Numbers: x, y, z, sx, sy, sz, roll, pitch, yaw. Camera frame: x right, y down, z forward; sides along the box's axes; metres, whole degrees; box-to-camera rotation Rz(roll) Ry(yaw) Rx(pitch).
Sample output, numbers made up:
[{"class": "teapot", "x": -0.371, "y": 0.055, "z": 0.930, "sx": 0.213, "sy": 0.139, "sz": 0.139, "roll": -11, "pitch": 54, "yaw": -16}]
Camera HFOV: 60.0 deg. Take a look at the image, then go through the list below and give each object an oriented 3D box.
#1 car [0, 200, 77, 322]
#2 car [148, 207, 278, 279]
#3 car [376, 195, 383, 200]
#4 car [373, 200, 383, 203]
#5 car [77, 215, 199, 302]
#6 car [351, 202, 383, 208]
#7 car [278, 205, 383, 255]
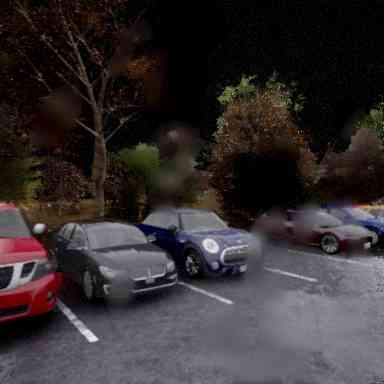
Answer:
[{"class": "car", "x": -4.477, "y": 1.227, "z": 6.832, "sx": 2.435, "sy": 2.045, "sz": 5.566, "roll": -1, "pitch": 0, "yaw": -36}, {"class": "car", "x": 0.024, "y": 1.310, "z": 10.115, "sx": 2.185, "sy": 1.767, "sz": 4.553, "roll": -1, "pitch": 0, "yaw": -35}, {"class": "car", "x": 11.260, "y": 1.071, "z": 18.123, "sx": 2.435, "sy": 2.045, "sz": 5.566, "roll": -1, "pitch": 0, "yaw": -35}, {"class": "car", "x": 8.903, "y": 1.342, "z": 16.635, "sx": 1.946, "sy": 1.575, "sz": 5.366, "roll": -1, "pitch": 0, "yaw": -35}, {"class": "car", "x": -2.229, "y": 1.459, "z": 8.478, "sx": 2.231, "sy": 1.521, "sz": 4.892, "roll": -1, "pitch": 0, "yaw": -35}, {"class": "car", "x": 6.842, "y": 1.367, "z": 14.945, "sx": 2.097, "sy": 1.535, "sz": 5.008, "roll": -1, "pitch": 0, "yaw": -35}, {"class": "car", "x": 4.594, "y": 1.420, "z": 13.299, "sx": 2.163, "sy": 1.488, "sz": 4.792, "roll": -1, "pitch": 0, "yaw": -35}]
